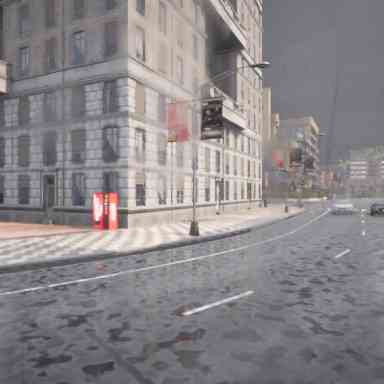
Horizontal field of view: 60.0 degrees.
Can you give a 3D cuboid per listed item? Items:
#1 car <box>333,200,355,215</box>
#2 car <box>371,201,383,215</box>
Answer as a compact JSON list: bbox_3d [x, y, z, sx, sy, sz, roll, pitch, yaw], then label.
[{"bbox_3d":[15.743,1.526,34.591,1.812,1.442,4.674,0,0,27],"label":"car"},{"bbox_3d":[18.862,1.565,33.003,1.994,1.385,4.181,0,0,27],"label":"car"}]
